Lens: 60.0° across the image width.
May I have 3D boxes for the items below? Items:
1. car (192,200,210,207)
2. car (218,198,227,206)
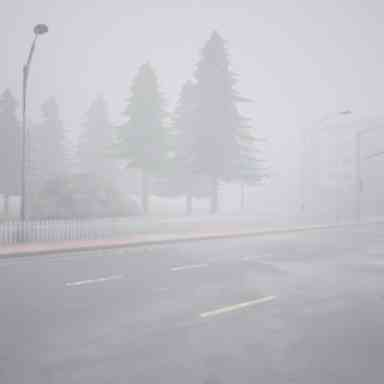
[{"bbox_3d":[1.308,1.933,59.719,1.812,1.442,4.674,1,0,-34],"label":"car"},{"bbox_3d":[4.225,1.725,61.658,2.150,2.045,5.566,1,0,-34],"label":"car"}]
